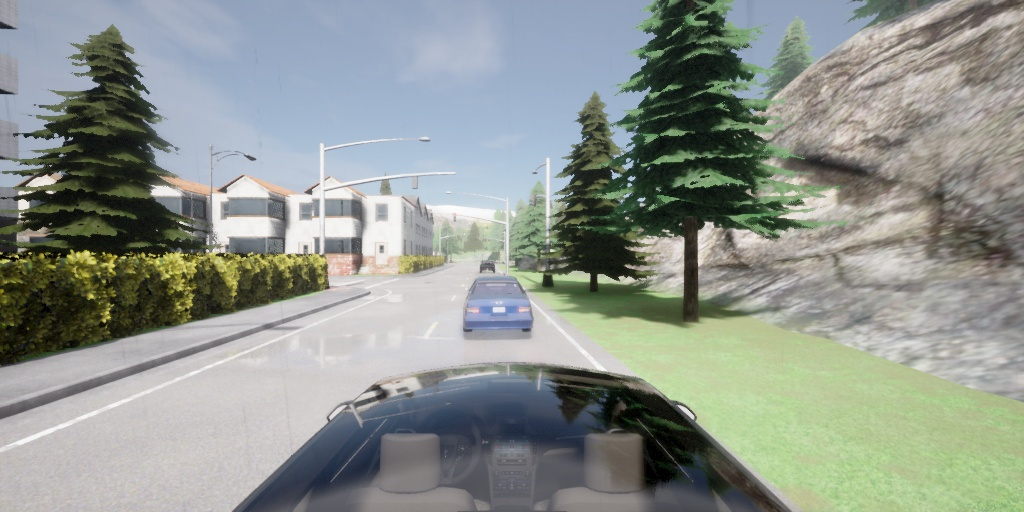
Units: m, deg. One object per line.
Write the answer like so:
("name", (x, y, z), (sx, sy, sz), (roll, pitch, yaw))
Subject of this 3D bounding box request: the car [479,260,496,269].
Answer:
("car", (-3.035, 1.254, 44.122), (1.837, 1.490, 4.892), (0, 0, -4))

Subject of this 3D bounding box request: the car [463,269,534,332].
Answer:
("car", (-0.483, 1.297, 10.840), (2.033, 1.411, 5.357), (0, 0, -4))
